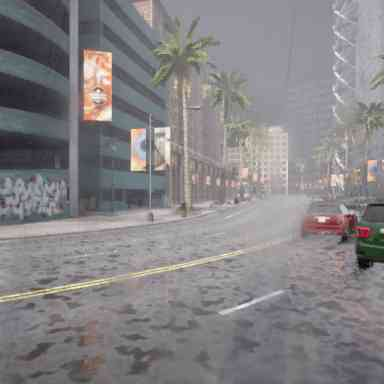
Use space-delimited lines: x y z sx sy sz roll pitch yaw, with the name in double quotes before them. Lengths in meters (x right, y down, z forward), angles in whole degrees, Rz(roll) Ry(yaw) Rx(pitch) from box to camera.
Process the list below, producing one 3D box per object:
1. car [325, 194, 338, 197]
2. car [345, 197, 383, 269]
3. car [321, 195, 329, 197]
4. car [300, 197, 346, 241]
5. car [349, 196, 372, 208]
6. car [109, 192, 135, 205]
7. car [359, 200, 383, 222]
"car" 32.877 1.318 77.300 2.185 1.767 4.553 0 0 16
"car" 6.761 1.221 10.377 2.150 2.045 5.566 0 1 39
"car" 16.743 1.503 44.562 1.812 1.442 4.674 0 0 16
"car" 7.118 1.344 17.100 2.097 1.767 4.553 0 0 32
"car" 24.785 1.461 49.062 2.231 1.521 4.892 0 0 16
"car" -10.836 0.982 51.444 2.435 2.045 5.566 0 0 16
"car" 15.176 1.495 27.499 1.837 1.490 4.892 0 0 18
